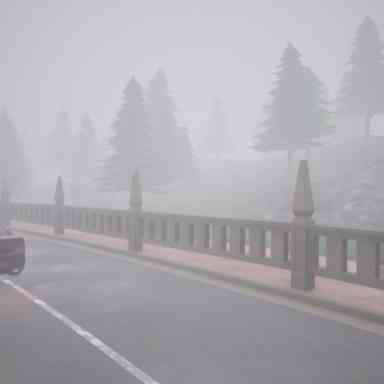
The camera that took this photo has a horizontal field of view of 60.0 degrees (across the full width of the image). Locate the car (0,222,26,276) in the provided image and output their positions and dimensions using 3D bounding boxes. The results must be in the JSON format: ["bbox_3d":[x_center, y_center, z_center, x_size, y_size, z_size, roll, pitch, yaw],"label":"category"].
[{"bbox_3d":[-6.324,1.433,9.231,5.008,1.535,1.882,0,0,44],"label":"car"}]
